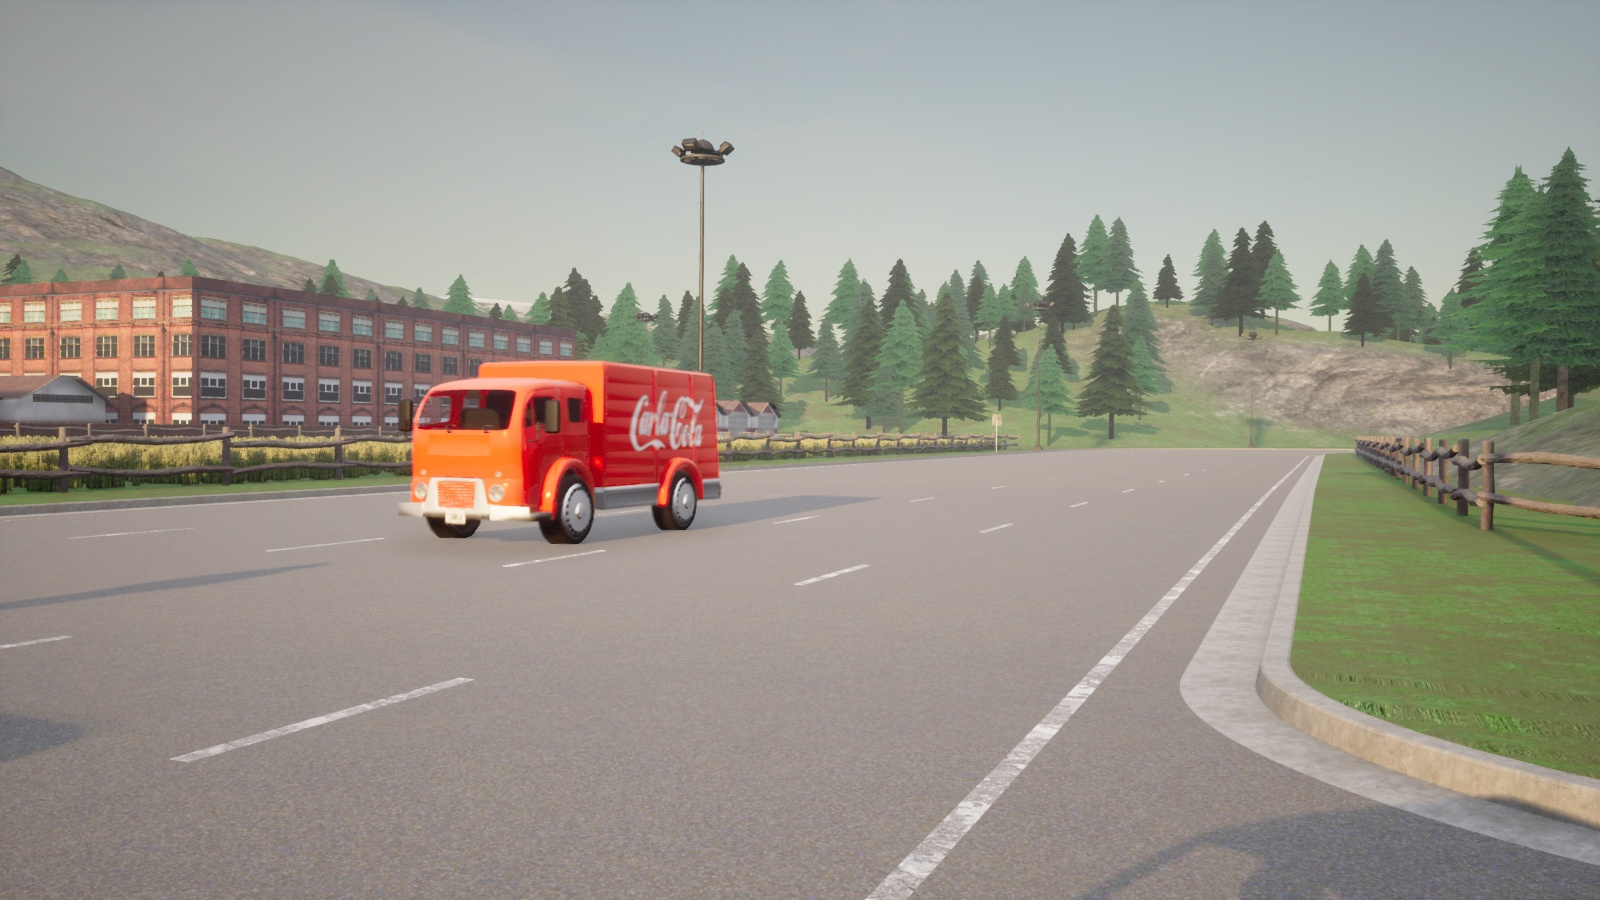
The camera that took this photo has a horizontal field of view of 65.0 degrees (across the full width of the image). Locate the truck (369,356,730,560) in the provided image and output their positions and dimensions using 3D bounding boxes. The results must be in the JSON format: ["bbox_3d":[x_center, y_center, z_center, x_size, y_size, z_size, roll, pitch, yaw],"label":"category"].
[{"bbox_3d":[-3.338,0.052,18.140,2.627,2.467,5.204,0,1,23],"label":"truck"}]
